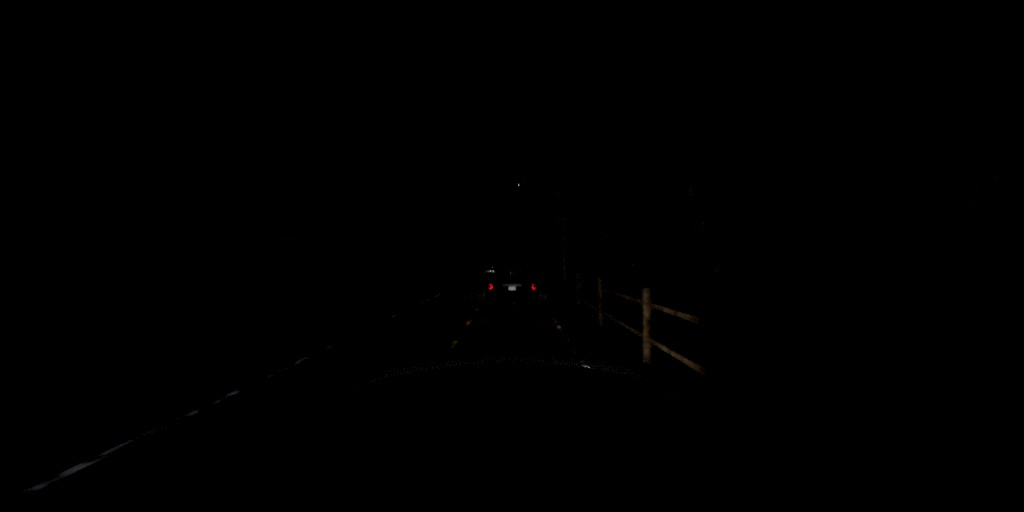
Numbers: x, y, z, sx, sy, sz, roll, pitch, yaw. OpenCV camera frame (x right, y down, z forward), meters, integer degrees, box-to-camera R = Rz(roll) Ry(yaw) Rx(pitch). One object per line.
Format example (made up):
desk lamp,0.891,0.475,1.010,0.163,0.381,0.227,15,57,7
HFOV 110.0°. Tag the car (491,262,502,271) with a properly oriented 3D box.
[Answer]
car,-2.770,1.940,65.229,1.837,1.490,4.892,0,-1,1

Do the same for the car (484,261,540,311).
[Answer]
car,0.019,1.236,15.272,2.097,1.767,4.553,0,-1,0

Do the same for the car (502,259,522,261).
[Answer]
car,0.011,1.257,29.418,2.150,2.045,5.566,0,0,0
